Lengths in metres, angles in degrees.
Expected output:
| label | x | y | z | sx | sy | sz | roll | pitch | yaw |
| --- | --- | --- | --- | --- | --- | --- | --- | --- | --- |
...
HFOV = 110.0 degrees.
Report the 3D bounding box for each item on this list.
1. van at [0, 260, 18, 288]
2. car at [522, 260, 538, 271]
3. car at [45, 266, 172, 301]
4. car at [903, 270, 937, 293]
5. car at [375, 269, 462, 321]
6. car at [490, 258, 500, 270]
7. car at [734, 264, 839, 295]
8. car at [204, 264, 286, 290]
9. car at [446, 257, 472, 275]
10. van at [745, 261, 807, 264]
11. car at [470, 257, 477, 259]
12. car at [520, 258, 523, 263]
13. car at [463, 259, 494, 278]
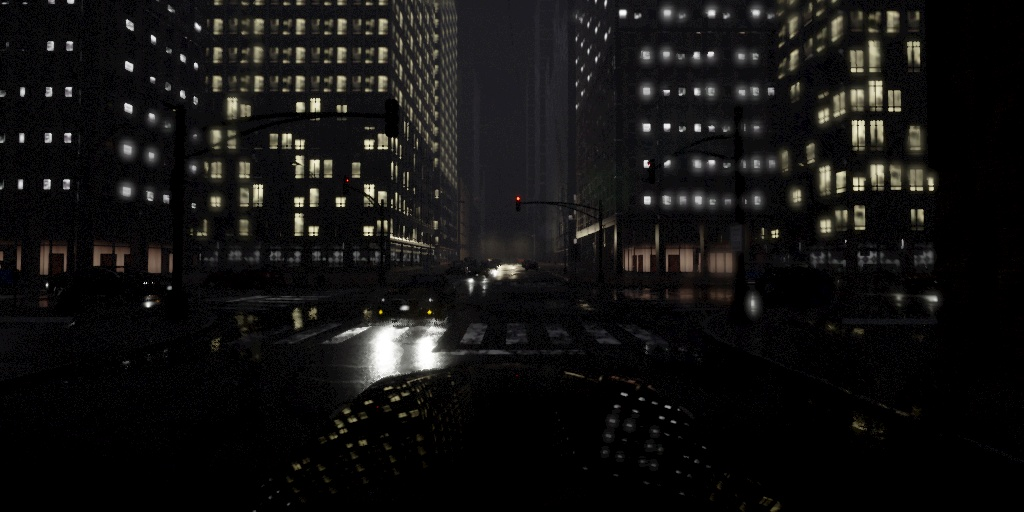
| label | x | y | z | sx | sy | sz | roll | pitch | yaw |
| --- | --- | --- | --- | --- | --- | --- | --- | --- | --- |
| van | -33.444 | 1.132 | 22.195 | 3.998 | 1.789 | 1.690 | 0 | 0 | 0 |
| car | 2.677 | 1.350 | 48.817 | 1.802 | 1.307 | 4.207 | 0 | 0 | 0 |
| car | -18.092 | 1.191 | 16.391 | 4.902 | 1.511 | 2.128 | 0 | -1 | 0 |
| car | 24.348 | 1.313 | 19.503 | 5.008 | 1.535 | 1.882 | 0 | -1 | 0 |
| car | -3.104 | 1.318 | 12.376 | 1.994 | 1.385 | 4.181 | 0 | 0 | 0 |
| car | -3.110 | 1.370 | 52.049 | 1.895 | 1.301 | 4.718 | 0 | 0 | 0 |
| car | 14.868 | 1.321 | 19.526 | 4.892 | 1.490 | 1.837 | 0 | -1 | 0 |
| car | -16.499 | 1.255 | 22.163 | 4.097 | 1.591 | 1.967 | 0 | 0 | 0 |
| car | -5.701 | 1.203 | 37.602 | 1.967 | 1.591 | 4.097 | 0 | 0 | 0 |
| van | 15.975 | 1.210 | 22.098 | 3.998 | 1.789 | 1.690 | 0 | 0 | 0 |
| car | -5.704 | 1.082 | 48.753 | 2.192 | 1.841 | 5.009 | 0 | 0 | 0 |
| car | 2.674 | 1.298 | 60.143 | 1.751 | 1.417 | 4.829 | 0 | 0 | 0 |
| car | -3.112 | 1.309 | 34.529 | 2.033 | 1.411 | 5.357 | 0 | 0 | 0 |
